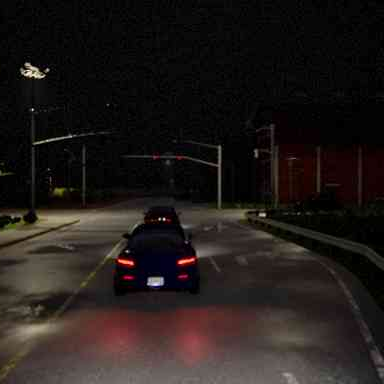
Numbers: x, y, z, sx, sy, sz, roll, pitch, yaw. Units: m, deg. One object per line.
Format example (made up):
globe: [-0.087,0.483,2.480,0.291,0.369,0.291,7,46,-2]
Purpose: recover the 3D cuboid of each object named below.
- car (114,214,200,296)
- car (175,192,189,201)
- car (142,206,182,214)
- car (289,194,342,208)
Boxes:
car: [-0.849,1.521,8.585,1.812,1.442,4.674,0,0,-4]
car: [-2.481,1.105,81.743,3.866,1.878,1.905,-2,4,43]
car: [-1.602,1.496,17.816,1.837,1.490,4.892,0,0,-4]
car: [13.644,1.238,36.646,5.566,2.045,2.150,0,0,-3]
